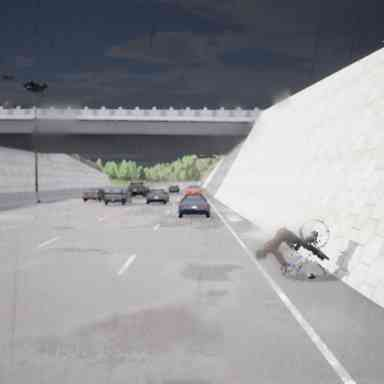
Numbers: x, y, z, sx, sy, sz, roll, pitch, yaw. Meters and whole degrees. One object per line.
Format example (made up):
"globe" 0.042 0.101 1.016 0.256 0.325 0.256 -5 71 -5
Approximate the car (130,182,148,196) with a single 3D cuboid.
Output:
"car" -6.887 -0.260 43.217 2.150 2.045 5.566 0 2 0

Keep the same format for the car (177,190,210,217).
"car" 0.147 0.811 21.914 1.994 1.385 4.181 0 2 0

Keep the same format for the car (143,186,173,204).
"car" -3.324 0.427 33.076 1.994 1.385 4.181 0 2 0

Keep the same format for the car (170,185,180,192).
"car" -3.258 -0.598 60.978 2.128 1.511 4.902 0 2 0

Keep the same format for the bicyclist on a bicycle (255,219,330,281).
"bicyclist on a bicycle" 2.275 1.367 7.525 1.620 1.656 0.582 7 -7 4

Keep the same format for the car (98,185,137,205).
"car" -6.928 0.407 31.517 2.128 1.511 4.902 0 2 0

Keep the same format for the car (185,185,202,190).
"car" 0.198 -0.090 42.078 2.097 1.767 4.553 0 2 0

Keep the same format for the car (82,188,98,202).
"car" -10.318 0.302 36.161 2.033 1.411 5.357 0 2 0
